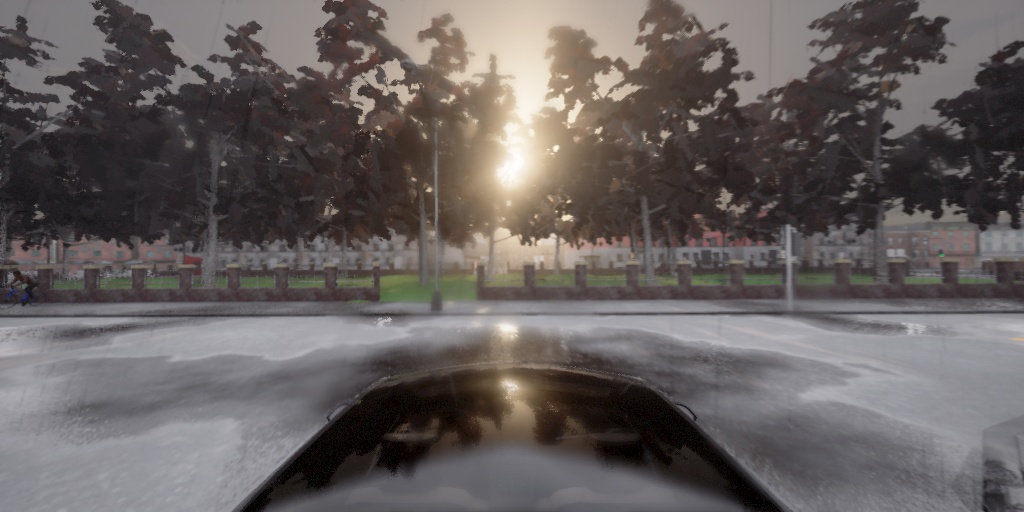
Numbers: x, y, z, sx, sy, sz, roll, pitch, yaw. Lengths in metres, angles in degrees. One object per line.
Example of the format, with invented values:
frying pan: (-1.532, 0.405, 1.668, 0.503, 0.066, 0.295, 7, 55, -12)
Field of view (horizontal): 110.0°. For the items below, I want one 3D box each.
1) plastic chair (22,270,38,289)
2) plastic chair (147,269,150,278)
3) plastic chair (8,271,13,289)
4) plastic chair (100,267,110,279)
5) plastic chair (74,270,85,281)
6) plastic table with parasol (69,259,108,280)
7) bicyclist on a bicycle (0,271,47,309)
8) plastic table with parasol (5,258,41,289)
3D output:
plastic chair: (-37.434, 1.960, 27.950, 0.730, 1.272, 0.750, 0, 0, -38)
plastic chair: (-46.151, 2.305, 44.731, 0.750, 1.272, 0.730, 0, 0, -33)
plastic chair: (-37.576, 1.948, 26.247, 0.750, 1.272, 0.730, 0, 0, -33)
plastic chair: (-47.743, 2.205, 41.750, 0.730, 1.272, 0.750, 0, 0, -43)
plastic chair: (-47.932, 2.173, 40.039, 0.750, 1.272, 0.730, 0, 0, -37)
plastic table with parasol: (-48.610, 1.608, 40.951, 2.482, 2.480, 2.482, 0, 0, -37)
bicyclist on a bicycle: (-21.611, 1.468, 15.808, 0.582, 1.620, 1.656, 0, 0, 2)
plastic table with parasol: (-38.451, 1.357, 27.244, 2.482, 2.480, 2.482, 0, 0, -38)
